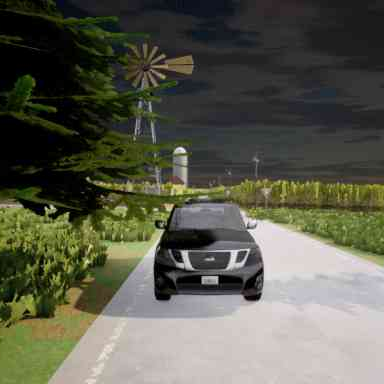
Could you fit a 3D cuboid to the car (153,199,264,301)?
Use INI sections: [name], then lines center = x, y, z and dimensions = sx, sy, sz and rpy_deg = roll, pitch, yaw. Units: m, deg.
[car]
center = 0.336, 1.221, 8.697
dimensions = 2.150, 2.045, 5.566
rpy_deg = 0, 0, 0
